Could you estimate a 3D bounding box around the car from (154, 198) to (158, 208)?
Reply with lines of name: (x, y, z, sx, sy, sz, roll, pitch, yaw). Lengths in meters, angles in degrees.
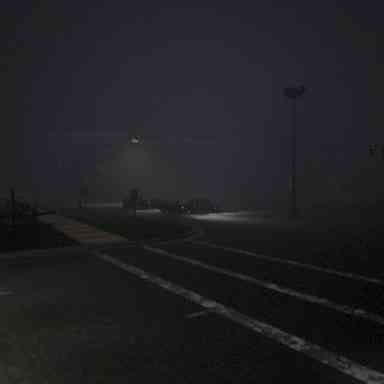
car: (-4.633, 1.534, 44.795, 1.994, 1.385, 4.181, 0, 0, -35)

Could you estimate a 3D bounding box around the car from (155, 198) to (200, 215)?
car: (-1.570, 1.576, 34.354, 1.895, 1.301, 4.718, 0, 0, -35)

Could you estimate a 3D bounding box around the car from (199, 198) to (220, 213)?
car: (1.058, 1.476, 36.700, 1.837, 1.490, 4.892, 0, 0, -35)

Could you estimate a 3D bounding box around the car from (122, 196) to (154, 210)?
car: (-7.094, 1.328, 42.216, 2.097, 1.767, 4.553, 0, 0, -35)
